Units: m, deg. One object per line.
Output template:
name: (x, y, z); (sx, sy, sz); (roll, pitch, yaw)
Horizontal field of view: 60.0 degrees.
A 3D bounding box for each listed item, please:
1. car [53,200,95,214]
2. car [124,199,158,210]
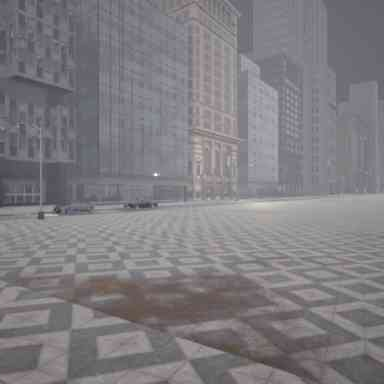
car: (-12.414, 1.570, 35.142); (1.994, 1.385, 4.181); (0, 0, 37)
car: (-6.639, 1.593, 43.249); (1.895, 1.301, 4.718); (0, 0, 36)
